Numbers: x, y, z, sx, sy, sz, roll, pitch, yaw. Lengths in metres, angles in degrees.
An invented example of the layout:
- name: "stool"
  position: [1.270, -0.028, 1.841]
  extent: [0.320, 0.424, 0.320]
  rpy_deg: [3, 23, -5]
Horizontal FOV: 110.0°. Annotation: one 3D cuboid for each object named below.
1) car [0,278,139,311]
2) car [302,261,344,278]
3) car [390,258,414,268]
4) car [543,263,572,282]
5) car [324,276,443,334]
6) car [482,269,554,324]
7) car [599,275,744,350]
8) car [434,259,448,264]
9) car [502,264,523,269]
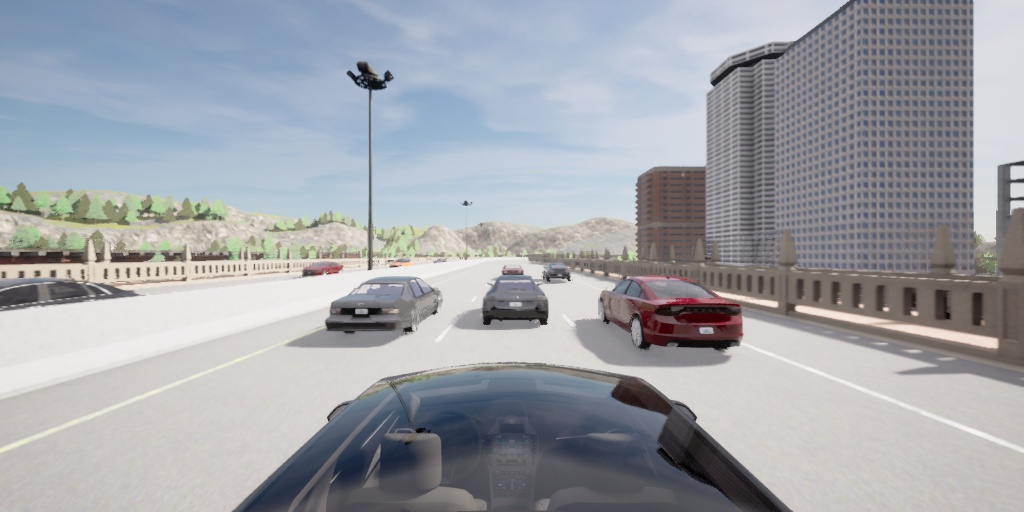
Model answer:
- name: "car"
  position: [-10.600, 1.255, 7.345]
  extent: [1.837, 1.490, 4.892]
  rpy_deg: [0, 0, 0]
- name: "car"
  position: [-17.673, 1.228, 33.727]
  extent: [1.882, 1.535, 5.008]
  rpy_deg: [0, 0, -1]
- name: "car"
  position: [-14.452, 1.102, 47.175]
  extent: [2.097, 1.767, 4.553]
  rpy_deg: [0, 0, -1]
- name: "car"
  position: [3.571, 1.275, 29.115]
  extent: [1.812, 1.442, 4.674]
  rpy_deg: [0, 0, 0]
- name: "car"
  position: [-3.400, 1.298, 10.608]
  extent: [2.033, 1.411, 5.357]
  rpy_deg: [0, 0, 0]
- name: "car"
  position: [0.100, 1.314, 11.979]
  extent: [1.994, 1.385, 4.181]
  rpy_deg: [0, 0, 0]
- name: "car"
  position: [3.599, 1.227, 9.104]
  extent: [1.882, 1.535, 5.008]
  rpy_deg: [0, 0, 0]
- name: "car"
  position: [-11.189, 1.243, 56.741]
  extent: [2.128, 1.511, 4.902]
  rpy_deg: [0, 0, -1]
- name: "car"
  position: [0.045, 1.350, 31.743]
  extent: [1.895, 1.301, 4.718]
  rpy_deg: [0, 0, -1]
